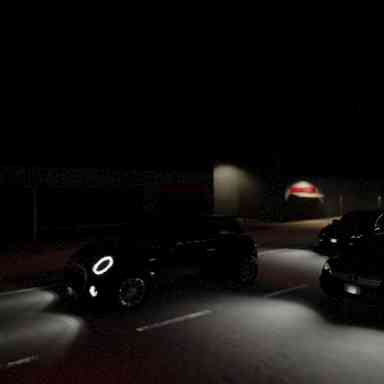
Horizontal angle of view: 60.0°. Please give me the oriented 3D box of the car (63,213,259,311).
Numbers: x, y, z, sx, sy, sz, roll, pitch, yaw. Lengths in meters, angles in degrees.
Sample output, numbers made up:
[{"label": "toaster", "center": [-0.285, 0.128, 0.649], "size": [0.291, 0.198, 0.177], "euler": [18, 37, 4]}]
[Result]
[{"label": "car", "center": [-0.580, 1.346, 7.881], "size": [4.553, 1.767, 2.097], "euler": [0, 0, -36]}]

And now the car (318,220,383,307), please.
[{"label": "car", "center": [4.814, 1.511, 7.436], "size": [4.674, 1.442, 1.812], "euler": [0, 0, -36]}]

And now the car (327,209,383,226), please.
[{"label": "car", "center": [7.050, 1.481, 13.336], "size": [4.892, 1.490, 1.837], "euler": [0, 0, -36]}]
